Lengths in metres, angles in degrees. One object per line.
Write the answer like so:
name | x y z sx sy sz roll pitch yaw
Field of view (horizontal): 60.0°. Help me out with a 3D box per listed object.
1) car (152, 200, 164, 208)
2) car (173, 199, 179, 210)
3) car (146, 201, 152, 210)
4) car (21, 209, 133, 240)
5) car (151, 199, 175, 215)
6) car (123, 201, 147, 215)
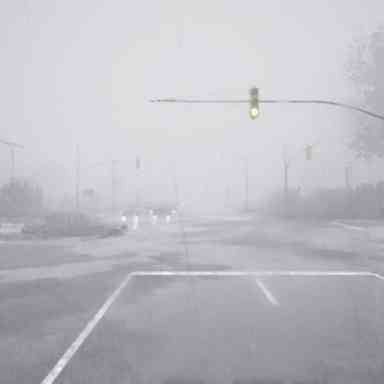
car | -7.008 2.428 69.127 2.033 1.411 5.357 0 -1 0
car | -3.591 2.181 54.616 1.882 1.535 5.008 0 -1 1
car | -7.092 2.192 53.677 1.837 1.490 4.892 0 0 0
car | -6.191 1.779 17.852 5.357 1.411 2.033 0 -1 3
car | -3.602 2.017 41.862 1.882 1.535 5.008 0 -1 0
car | -7.113 2.125 40.672 1.895 1.301 4.718 0 -1 1
